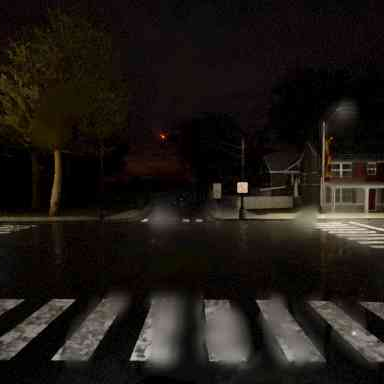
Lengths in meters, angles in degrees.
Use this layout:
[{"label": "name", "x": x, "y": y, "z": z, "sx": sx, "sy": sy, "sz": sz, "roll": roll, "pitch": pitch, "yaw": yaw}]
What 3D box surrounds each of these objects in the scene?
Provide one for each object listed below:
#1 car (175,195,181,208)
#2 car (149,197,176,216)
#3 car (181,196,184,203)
[{"label": "car", "x": -2.931, "y": 1.429, "z": 47.955, "sx": 1.882, "sy": 1.535, "sz": 5.008, "roll": 0, "pitch": 1, "yaw": 0}, {"label": "car", "x": -2.956, "y": 1.464, "z": 32.061, "sx": 2.128, "sy": 1.511, "sz": 4.902, "roll": 0, "pitch": 0, "yaw": 0}, {"label": "car", "x": -2.773, "y": 1.428, "z": 67.737, "sx": 1.837, "sy": 1.490, "sz": 4.892, "roll": 0, "pitch": 0, "yaw": 0}]
